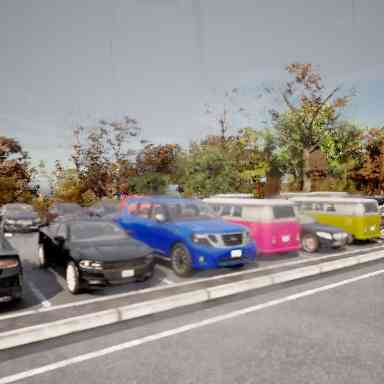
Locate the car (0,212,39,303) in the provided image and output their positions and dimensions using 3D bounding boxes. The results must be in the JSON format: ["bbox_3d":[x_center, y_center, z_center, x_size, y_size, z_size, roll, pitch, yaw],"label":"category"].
[{"bbox_3d":[-5.093,1.435,7.413,2.097,1.535,5.008,0,0,-35],"label":"car"}]

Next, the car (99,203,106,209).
[{"bbox_3d":[-5.566,1.489,22.457,2.163,1.488,4.792,0,0,-35],"label":"car"}]

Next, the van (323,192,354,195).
[{"bbox_3d":[15.213,0.992,37.335,1.878,1.987,4.442,-1,1,-35],"label":"van"}]

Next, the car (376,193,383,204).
[{"bbox_3d":[29.110,0.972,47.025,2.097,1.535,5.008,-1,1,-35],"label":"car"}]

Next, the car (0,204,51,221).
[{"bbox_3d":[-10.095,1.444,19.297,2.231,1.521,4.892,0,0,-35],"label":"car"}]

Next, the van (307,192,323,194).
[{"bbox_3d":[10.600,1.074,34.074,1.878,1.987,4.442,-1,1,-35],"label":"van"}]

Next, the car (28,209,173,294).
[{"bbox_3d":[-2.794,1.443,9.054,2.097,1.535,5.008,0,0,-35],"label":"car"}]

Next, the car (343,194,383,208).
[{"bbox_3d":[22.095,1.097,42.059,2.097,1.535,5.008,-1,1,-35],"label":"car"}]

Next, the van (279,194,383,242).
[{"bbox_3d":[6.269,1.249,15.606,1.878,1.987,4.442,0,0,-35],"label":"van"}]

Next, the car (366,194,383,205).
[{"bbox_3d":[26.786,1.043,45.421,2.163,1.488,4.792,-1,1,-35],"label":"car"}]

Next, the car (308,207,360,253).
[{"bbox_3d":[4.127,1.510,13.949,2.002,1.452,4.674,0,0,-35],"label":"car"}]

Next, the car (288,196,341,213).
[{"bbox_3d":[12.973,1.260,35.616,2.231,1.521,4.892,-1,1,-35],"label":"car"}]

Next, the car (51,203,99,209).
[{"bbox_3d":[-7.871,1.480,20.826,2.163,1.488,4.792,0,0,-35],"label":"car"}]

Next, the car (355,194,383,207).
[{"bbox_3d":[24.394,1.056,43.698,2.097,1.535,5.008,-1,1,-35],"label":"car"}]

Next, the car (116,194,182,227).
[{"bbox_3d":[-3.261,1.217,24.090,2.435,2.045,5.566,0,0,-35],"label":"car"}]

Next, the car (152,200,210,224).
[{"bbox_3d":[-0.961,1.474,25.746,2.097,1.535,5.008,0,0,-35],"label":"car"}]

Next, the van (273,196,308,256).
[{"bbox_3d":[1.755,1.235,12.411,1.878,1.987,4.442,0,0,-35],"label":"van"}]

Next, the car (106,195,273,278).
[{"bbox_3d":[-0.467,1.201,10.660,2.435,2.045,5.566,0,0,-35],"label":"car"}]

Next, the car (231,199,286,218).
[{"bbox_3d":[6.045,1.412,30.746,2.163,1.488,4.792,-1,1,-35],"label":"car"}]
